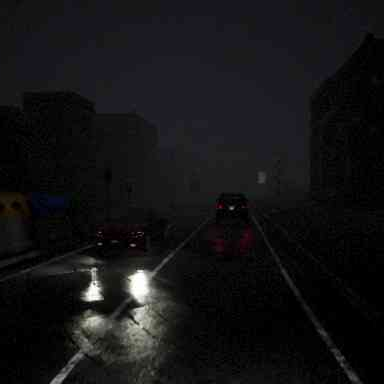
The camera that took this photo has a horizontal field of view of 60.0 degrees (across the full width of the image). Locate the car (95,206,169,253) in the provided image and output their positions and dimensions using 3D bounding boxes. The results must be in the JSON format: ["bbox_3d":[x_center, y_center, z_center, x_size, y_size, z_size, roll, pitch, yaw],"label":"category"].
[{"bbox_3d":[-2.253,1.367,13.574,1.882,1.535,5.008,0,0,8],"label":"car"}]

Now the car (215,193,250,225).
[{"bbox_3d":[2.814,1.077,23.159,2.150,2.045,5.566,0,1,8],"label":"car"}]

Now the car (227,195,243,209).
[{"bbox_3d":[5.329,1.215,41.269,1.882,1.535,5.008,0,1,8],"label":"car"}]
